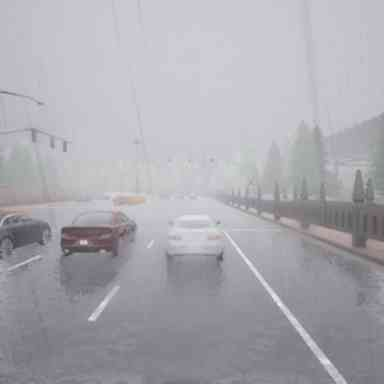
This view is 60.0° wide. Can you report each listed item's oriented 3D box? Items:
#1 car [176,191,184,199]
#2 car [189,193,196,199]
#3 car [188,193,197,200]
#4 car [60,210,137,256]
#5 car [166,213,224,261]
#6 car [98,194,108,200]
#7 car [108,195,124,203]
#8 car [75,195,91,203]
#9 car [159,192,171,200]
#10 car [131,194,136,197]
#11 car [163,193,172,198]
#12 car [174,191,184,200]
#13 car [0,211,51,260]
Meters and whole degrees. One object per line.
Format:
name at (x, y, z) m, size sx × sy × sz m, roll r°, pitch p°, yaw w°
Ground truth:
car at (-3.306, 0.731, 92.366) m, size 2.150 × 2.045 × 5.566 m, roll 0°, pitch 0°, yaw 0°
car at (0.194, 0.985, 92.329) m, size 1.882 × 1.535 × 5.008 m, roll 0°, pitch 0°, yaw 0°
car at (0.172, 1.226, 82.326) m, size 1.812 × 1.442 × 4.674 m, roll 0°, pitch 0°, yaw 0°
car at (-3.402, 1.430, 12.958) m, size 1.882 × 1.535 × 5.008 m, roll 0°, pitch 0°, yaw 0°
car at (0.090, 1.482, 11.956) m, size 1.812 × 1.442 × 4.674 m, roll 0°, pitch 0°, yaw 0°
car at (-20.835, 1.242, 79.109) m, size 2.128 × 1.511 × 4.902 m, roll 0°, pitch 0°, yaw 0°
car at (-13.876, 1.320, 63.574) m, size 2.033 × 1.411 × 5.357 m, roll 0°, pitch 0°, yaw 0°
car at (-20.874, 1.330, 63.795) m, size 1.994 × 1.385 × 4.181 m, roll 0°, pitch 0°, yaw 0°
car at (-6.828, 0.926, 81.954) m, size 2.150 × 2.045 × 5.566 m, roll 0°, pitch 0°, yaw 0°
car at (-13.835, 1.271, 79.189) m, size 1.994 × 1.385 × 4.181 m, roll 0°, pitch 0°, yaw 0°
car at (-6.806, 1.058, 92.345) m, size 1.994 × 1.385 × 4.181 m, roll 0°, pitch 0°, yaw 0°
car at (-3.329, 1.180, 81.917) m, size 1.882 × 1.535 × 5.008 m, roll 0°, pitch 0°, yaw 0°
car at (-6.906, 1.446, 12.209) m, size 2.128 × 1.511 × 4.902 m, roll 0°, pitch 0°, yaw 0°
